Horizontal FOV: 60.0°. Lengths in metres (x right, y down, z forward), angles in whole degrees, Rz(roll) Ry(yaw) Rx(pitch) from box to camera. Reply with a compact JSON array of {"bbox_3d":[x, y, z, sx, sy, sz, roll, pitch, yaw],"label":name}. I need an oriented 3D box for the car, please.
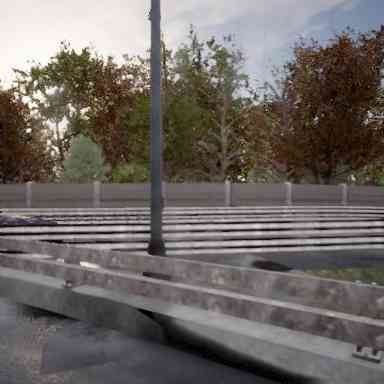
[{"bbox_3d":[-7.603,1.654,13.840,4.181,1.385,1.994,0,0,-2],"label":"car"}]
